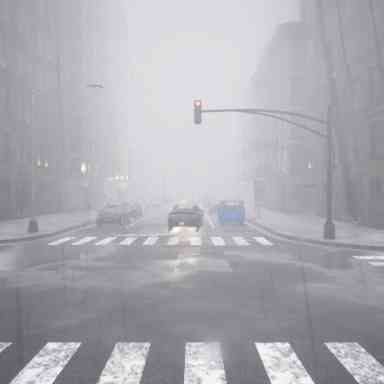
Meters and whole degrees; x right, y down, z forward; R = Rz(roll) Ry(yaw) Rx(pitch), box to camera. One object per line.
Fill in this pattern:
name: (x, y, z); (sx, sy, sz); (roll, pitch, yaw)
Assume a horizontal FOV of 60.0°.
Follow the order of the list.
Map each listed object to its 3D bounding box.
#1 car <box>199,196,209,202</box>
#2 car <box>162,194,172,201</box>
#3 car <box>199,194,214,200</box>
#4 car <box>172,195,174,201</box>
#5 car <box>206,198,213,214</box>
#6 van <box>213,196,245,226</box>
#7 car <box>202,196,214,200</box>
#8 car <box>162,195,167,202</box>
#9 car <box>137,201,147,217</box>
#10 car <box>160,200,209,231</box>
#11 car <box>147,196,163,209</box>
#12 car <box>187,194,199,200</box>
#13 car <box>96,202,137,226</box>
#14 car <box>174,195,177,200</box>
car: (2.650, 1.524, 74.305); (2.008, 1.369, 4.403); (0, 0, 0)
car: (-5.377, 1.547, 62.939); (1.947, 1.339, 4.313); (0, 0, 0)
car: (2.646, 1.305, 51.580); (2.192, 1.841, 5.009); (0, 0, 0)
car: (-5.376, 1.292, 68.621); (2.192, 1.841, 5.009); (0, 0, 0)
car: (2.643, 1.580, 34.536); (1.802, 1.307, 4.206); (0, 0, 0)
van: (2.641, 1.340, 23.174); (1.690, 1.788, 3.998); (0, 0, 0)
car: (2.645, 1.576, 45.899); (1.802, 1.307, 4.206); (0, 0, 0)
car: (-5.379, 1.556, 51.576); (1.947, 1.339, 4.313); (0, 0, 0)
car: (-5.383, 1.543, 28.848); (1.887, 1.381, 4.507); (0, 0, 0)
car: (-0.311, 1.490, 20.499); (2.128, 1.511, 4.902); (0, 0, 5)
car: (-5.380, 1.519, 45.724); (1.752, 1.417, 4.829); (0, 0, 0)
car: (0.113, 1.511, 57.297); (1.812, 1.442, 4.674); (0, 0, 0)
car: (-5.384, 1.549, 23.166); (2.008, 1.369, 4.403); (0, 0, 0)
car: (-5.374, 1.409, 79.985); (1.967, 1.590, 4.097); (0, 0, 0)
